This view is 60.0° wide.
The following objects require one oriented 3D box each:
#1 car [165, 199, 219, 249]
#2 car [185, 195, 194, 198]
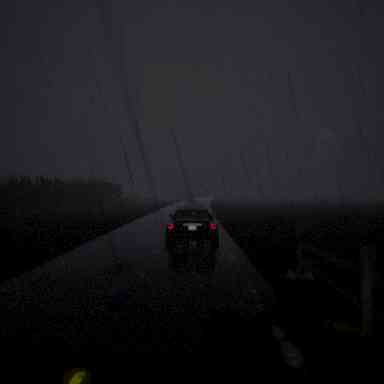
[{"bbox_3d":[0.017,1.367,14.614,2.097,1.767,4.553,0,0,0],"label":"car"},{"bbox_3d":[-0.461,1.528,76.781,2.128,1.511,4.902,0,0,4],"label":"car"}]
